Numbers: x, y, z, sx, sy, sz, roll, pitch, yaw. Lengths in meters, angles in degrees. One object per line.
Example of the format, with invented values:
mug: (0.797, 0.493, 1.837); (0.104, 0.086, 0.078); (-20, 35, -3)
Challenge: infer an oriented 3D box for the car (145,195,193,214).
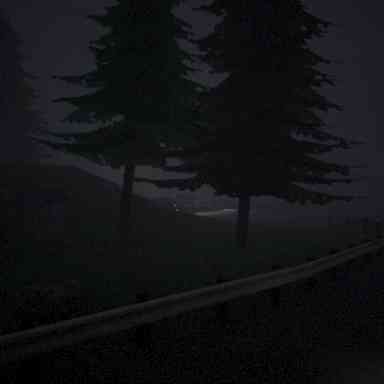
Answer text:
car: (-2.644, 1.431, 37.007); (4.553, 1.767, 2.097); (0, 0, 39)

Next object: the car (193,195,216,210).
car: (-0.012, 1.322, 43.876); (5.566, 2.045, 2.150); (0, 0, 39)

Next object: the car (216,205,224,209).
car: (2.418, 1.682, 46.410); (4.181, 1.385, 1.994); (0, 0, 39)

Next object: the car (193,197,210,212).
car: (-0.620, 1.620, 39.869); (4.674, 1.442, 1.812); (0, 0, 39)

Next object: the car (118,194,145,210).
car: (-8.299, 1.261, 50.608); (5.566, 2.045, 2.150); (1, 0, 39)

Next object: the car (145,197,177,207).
car: (-4.892, 1.561, 52.350); (4.902, 1.511, 2.128); (0, 0, 39)
